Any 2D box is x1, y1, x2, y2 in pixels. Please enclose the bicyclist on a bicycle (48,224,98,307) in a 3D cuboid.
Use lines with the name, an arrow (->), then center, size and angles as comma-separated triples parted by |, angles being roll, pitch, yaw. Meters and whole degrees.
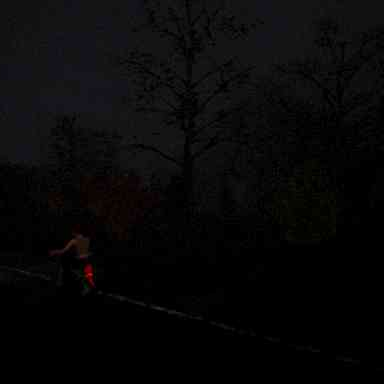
bicyclist on a bicycle -> -2.431, 1.455, 6.834 | 1.509, 1.612, 0.866 | 0, 0, 35
